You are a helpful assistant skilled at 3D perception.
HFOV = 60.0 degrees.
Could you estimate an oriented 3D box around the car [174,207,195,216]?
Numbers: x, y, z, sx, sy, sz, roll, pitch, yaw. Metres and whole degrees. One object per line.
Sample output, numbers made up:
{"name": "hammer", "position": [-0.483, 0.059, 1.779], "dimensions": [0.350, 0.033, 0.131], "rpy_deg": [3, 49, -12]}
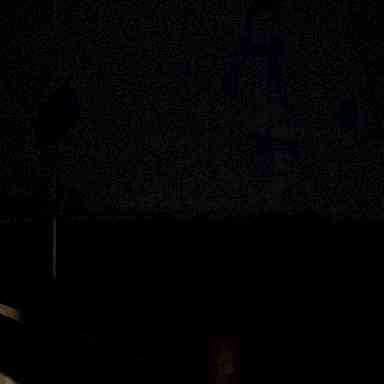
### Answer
{"name": "car", "position": [-1.366, 3.523, 60.869], "dimensions": [2.128, 1.511, 4.902], "rpy_deg": [0, -2, 35]}

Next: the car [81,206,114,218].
{"name": "car", "position": [-12.718, 2.700, 45.072], "dimensions": [1.837, 1.490, 4.892], "rpy_deg": [0, -2, 35]}
